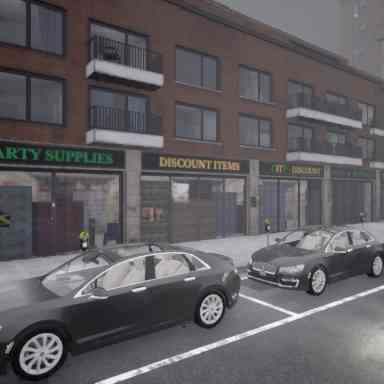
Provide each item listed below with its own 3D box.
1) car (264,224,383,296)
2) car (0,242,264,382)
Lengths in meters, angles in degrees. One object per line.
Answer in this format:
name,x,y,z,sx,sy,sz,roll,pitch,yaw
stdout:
car,3.331,1.551,8.559,4.403,1.369,2.008,0,0,-35
car,-1.164,1.551,5.357,4.403,1.369,2.008,0,0,-35
